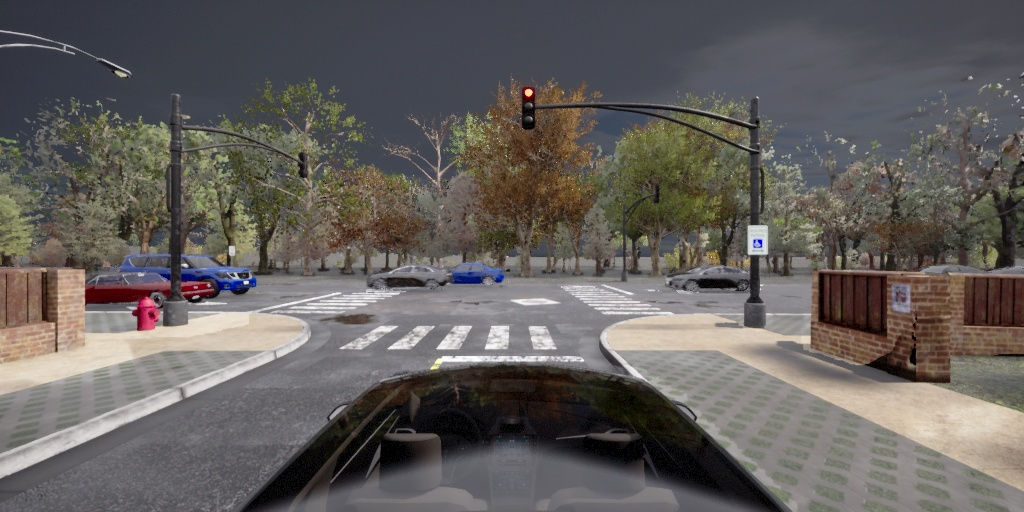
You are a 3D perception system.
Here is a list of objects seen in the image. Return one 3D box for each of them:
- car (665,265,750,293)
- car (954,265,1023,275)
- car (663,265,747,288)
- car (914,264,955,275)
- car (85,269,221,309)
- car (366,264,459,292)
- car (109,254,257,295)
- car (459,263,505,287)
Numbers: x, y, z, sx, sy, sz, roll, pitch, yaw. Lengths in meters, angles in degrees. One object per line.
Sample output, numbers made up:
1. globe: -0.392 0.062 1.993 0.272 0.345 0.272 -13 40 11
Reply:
1. car: 11.454 1.295 20.749 4.902 1.511 2.128 0 0 0
2. car: 29.353 1.369 20.768 4.892 1.490 1.837 1 0 0
3. car: 12.820 1.338 24.007 4.674 1.442 1.812 0 0 0
4. car: 28.790 1.343 24.018 5.008 1.535 1.882 -1 0 0
5. car: -14.636 1.297 14.009 4.718 1.301 1.895 0 0 -3
6. car: -5.817 1.232 20.722 4.902 1.511 2.128 0 0 0
7. car: -15.563 0.920 17.260 5.566 2.045 2.150 0 0 0
8. car: -2.967 1.233 23.979 5.008 1.535 1.882 0 0 0
